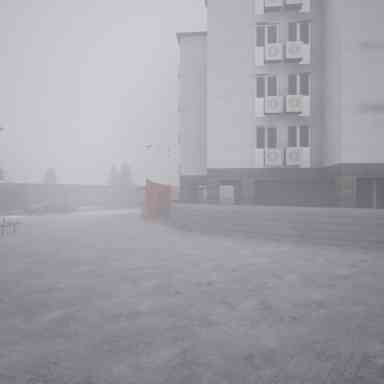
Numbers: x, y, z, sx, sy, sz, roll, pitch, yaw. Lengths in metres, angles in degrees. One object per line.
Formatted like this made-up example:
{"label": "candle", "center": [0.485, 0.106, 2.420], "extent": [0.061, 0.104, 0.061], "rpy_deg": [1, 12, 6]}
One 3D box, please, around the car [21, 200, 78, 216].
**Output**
{"label": "car", "center": [-14.135, 1.547, 33.379], "extent": [2.033, 1.411, 5.357], "rpy_deg": [0, 0, 36]}

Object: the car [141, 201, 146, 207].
{"label": "car", "center": [-4.957, 1.478, 46.180], "extent": [1.882, 1.535, 5.008], "rpy_deg": [0, 0, 36]}
